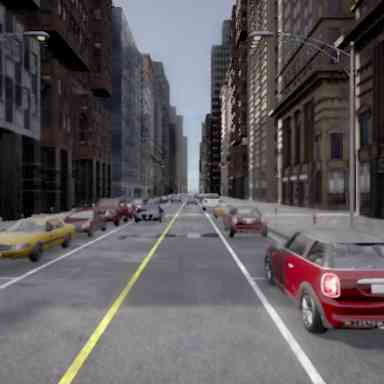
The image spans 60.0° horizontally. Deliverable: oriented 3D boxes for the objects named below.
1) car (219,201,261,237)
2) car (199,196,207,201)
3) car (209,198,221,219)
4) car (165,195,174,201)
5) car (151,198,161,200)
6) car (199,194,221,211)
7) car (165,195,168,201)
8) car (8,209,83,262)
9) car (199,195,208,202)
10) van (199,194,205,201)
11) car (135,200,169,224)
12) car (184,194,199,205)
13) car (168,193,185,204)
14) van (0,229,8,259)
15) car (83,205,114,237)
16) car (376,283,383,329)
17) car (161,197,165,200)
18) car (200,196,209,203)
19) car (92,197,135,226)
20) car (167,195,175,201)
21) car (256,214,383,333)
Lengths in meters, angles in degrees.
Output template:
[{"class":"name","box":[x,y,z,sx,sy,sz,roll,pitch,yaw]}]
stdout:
[{"class":"car","box":[2.756,1.449,18.008,1.967,1.590,4.097,0,0,0]},{"class":"car","box":[2.742,1.657,85.229,1.802,1.307,4.206,0,0,0]},{"class":"car","box":[2.754,1.541,29.383,1.752,1.417,4.829,0,0,0]},{"class":"car","box":[-5.784,1.515,85.217,1.967,1.590,4.097,0,0,0]},{"class":"car","box":[-5.775,1.595,46.002,1.947,1.339,4.313,0,0,0]},{"class":"car","box":[2.385,1.244,40.782,2.150,2.045,5.566,0,0,0]},{"class":"car","box":[-5.780,1.599,68.411,1.887,1.381,4.507,0,0,0]},{"class":"car","box":[-5.768,1.531,12.220,1.752,1.417,4.829,0,0,0]},{"class":"car","box":[2.742,1.508,79.628,1.967,1.590,4.097,0,0,0]},{"class":"van","box":[2.740,1.424,90.831,1.690,1.788,3.998,0,0,0]},{"class":"car","box":[-3.103,1.577,25.063,1.994,1.385,4.181,0,0,0]},{"class":"car","box":[-0.012,1.589,58.012,2.033,1.411,5.357,0,0,0]},{"class":"car","box":[-3.034,1.402,65.723,2.097,1.767,4.553,0,0,1]},{"class":"van","box":[-5.767,1.344,6.788,1.690,1.788,3.998,0,0,0]},{"class":"car","box":[-5.769,1.591,17.992,1.802,1.307,4.206,0,0,0]},{"class":"car","box":[2.760,1.583,1.204,1.802,1.307,4.206,0,0,0]},{"class":"car","box":[-5.776,1.600,51.604,1.947,1.339,4.313,0,0,0]},{"class":"car","box":[2.744,1.627,74.026,1.947,1.339,4.313,0,0,0]},{"class":"car","box":[-5.771,1.327,23.595,2.192,1.841,5.009,0,0,0]},{"class":"car","box":[-5.785,1.627,90.819,1.887,1.381,4.507,0,0,0]},{"class":"car","box":[2.758,1.443,6.805,1.967,1.590,4.097,0,0,0]}]
